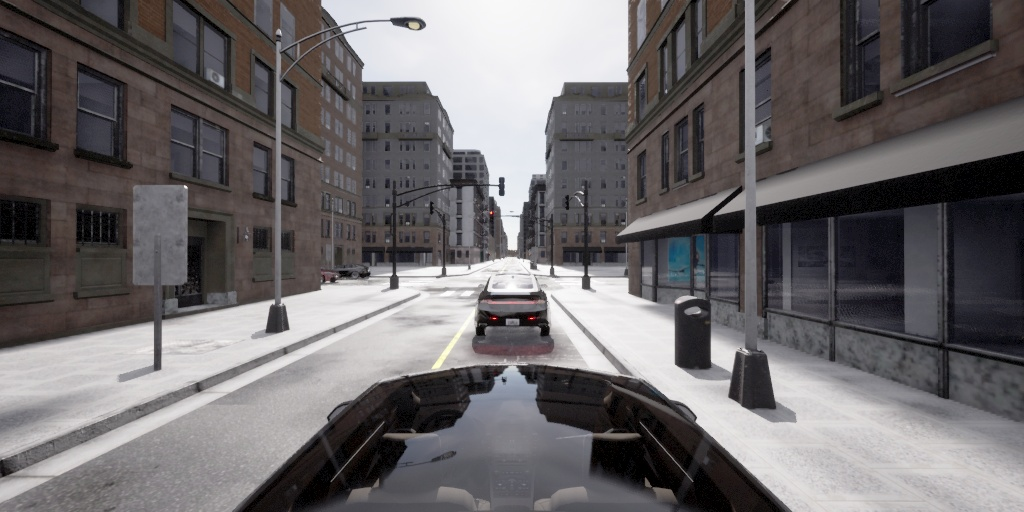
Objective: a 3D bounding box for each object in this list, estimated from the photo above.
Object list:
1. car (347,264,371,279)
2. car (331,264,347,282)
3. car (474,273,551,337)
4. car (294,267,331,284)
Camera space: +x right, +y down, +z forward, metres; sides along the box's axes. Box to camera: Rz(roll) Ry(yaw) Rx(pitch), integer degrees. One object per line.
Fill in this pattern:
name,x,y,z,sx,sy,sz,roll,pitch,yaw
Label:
car,-14.677,1.330,31.557,4.313,1.339,1.948,0,0,0
car,-14.735,1.300,26.075,4.181,1.385,1.994,0,0,0
car,0.024,1.242,10.341,2.128,1.511,4.902,0,0,0
car,-14.707,1.289,23.531,4.313,1.339,1.948,0,0,0
